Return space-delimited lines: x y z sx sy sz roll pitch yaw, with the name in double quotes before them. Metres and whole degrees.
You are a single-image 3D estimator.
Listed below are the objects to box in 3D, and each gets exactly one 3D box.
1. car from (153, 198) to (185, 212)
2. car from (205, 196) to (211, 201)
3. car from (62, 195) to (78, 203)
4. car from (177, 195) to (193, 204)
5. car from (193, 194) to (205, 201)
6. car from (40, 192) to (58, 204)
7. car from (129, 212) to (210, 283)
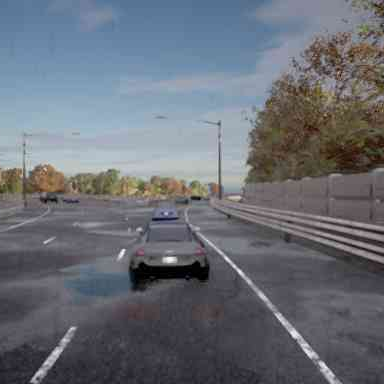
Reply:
"car" -1.799 1.421 23.671 2.033 1.411 5.357 0 0 -4
"car" 3.866 1.705 89.841 2.033 1.411 5.357 0 -3 10
"car" -21.871 1.296 59.753 1.994 1.385 4.181 0 0 -33
"car" -1.481 1.200 53.161 2.128 1.511 4.902 0 0 5
"car" 1.031 1.148 71.481 1.882 1.535 5.008 0 -1 9
"car" -25.259 0.970 58.599 2.150 2.045 5.566 0 0 -34
"car" -0.674 1.512 9.599 1.994 1.385 4.181 0 0 -5
